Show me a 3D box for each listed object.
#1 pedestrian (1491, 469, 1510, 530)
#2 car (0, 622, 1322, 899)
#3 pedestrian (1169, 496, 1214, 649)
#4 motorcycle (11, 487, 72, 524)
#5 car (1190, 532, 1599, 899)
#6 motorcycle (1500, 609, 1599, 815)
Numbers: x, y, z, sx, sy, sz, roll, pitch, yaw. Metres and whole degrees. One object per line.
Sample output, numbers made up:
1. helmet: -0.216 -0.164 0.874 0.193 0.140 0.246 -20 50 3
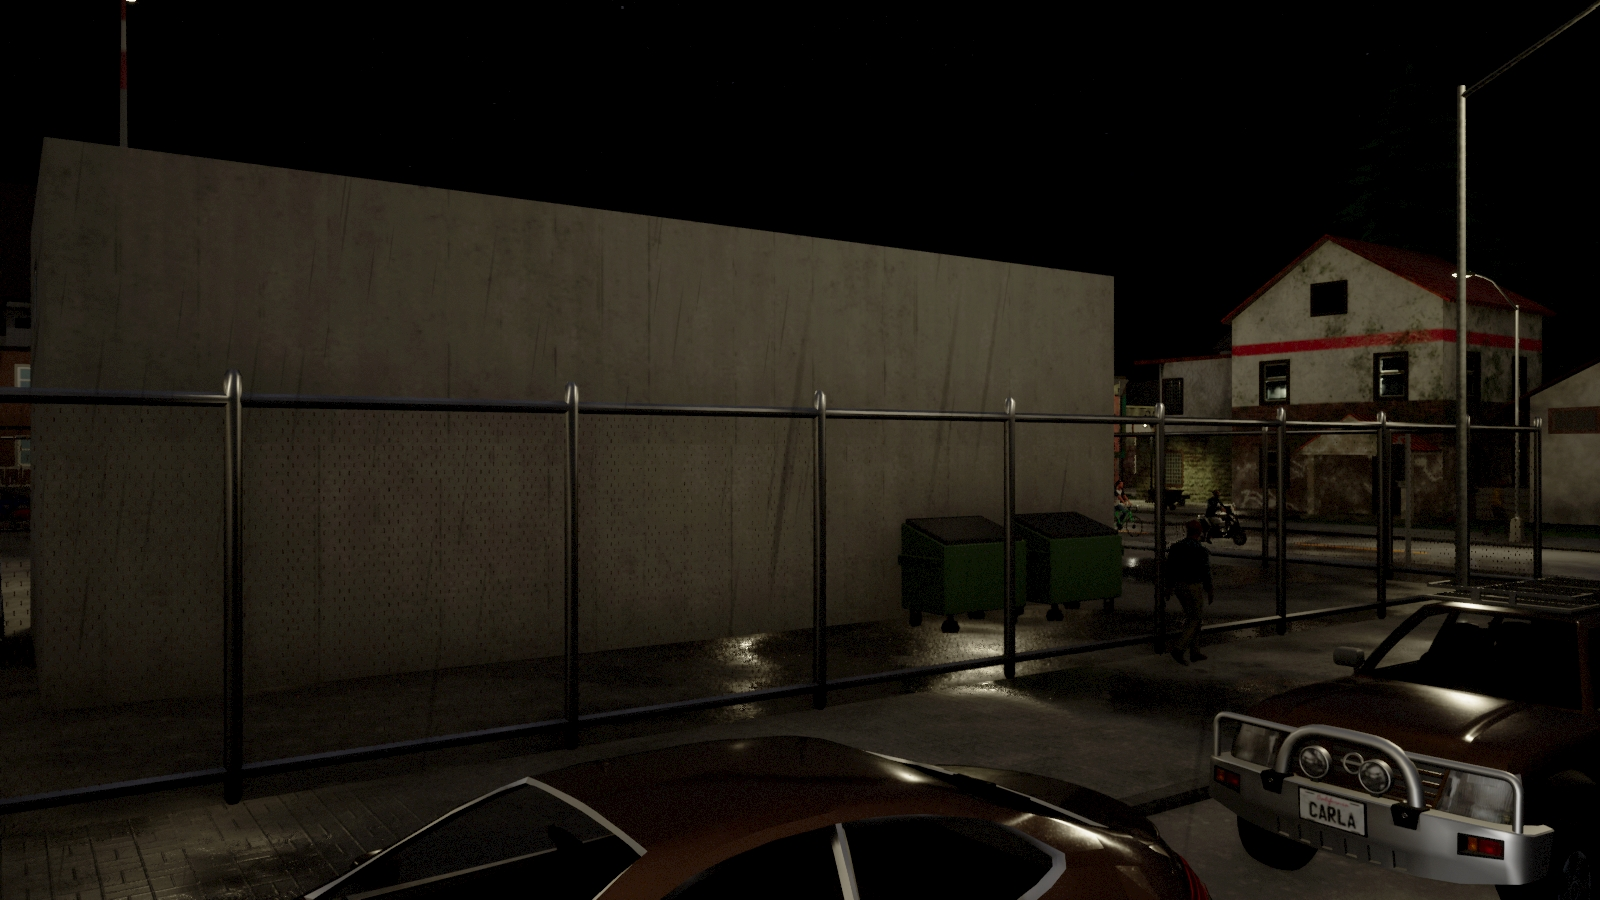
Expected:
1. pedestrian: 21.489 1.510 35.063 0.375 1.860 0.375 0 0 -36
2. car: -0.619 1.771 3.955 5.027 1.651 2.152 0 0 -35
3. pedestrian: 4.889 1.513 14.278 0.375 1.860 0.375 0 0 -34
4. motorcycle: -27.082 1.961 40.792 1.805 1.236 0.856 0 0 -35
5. car: 4.948 1.640 7.839 4.605 1.855 1.932 0 0 -35
6. motorcycle: 6.256 1.958 8.768 1.805 1.236 0.856 0 0 -35
